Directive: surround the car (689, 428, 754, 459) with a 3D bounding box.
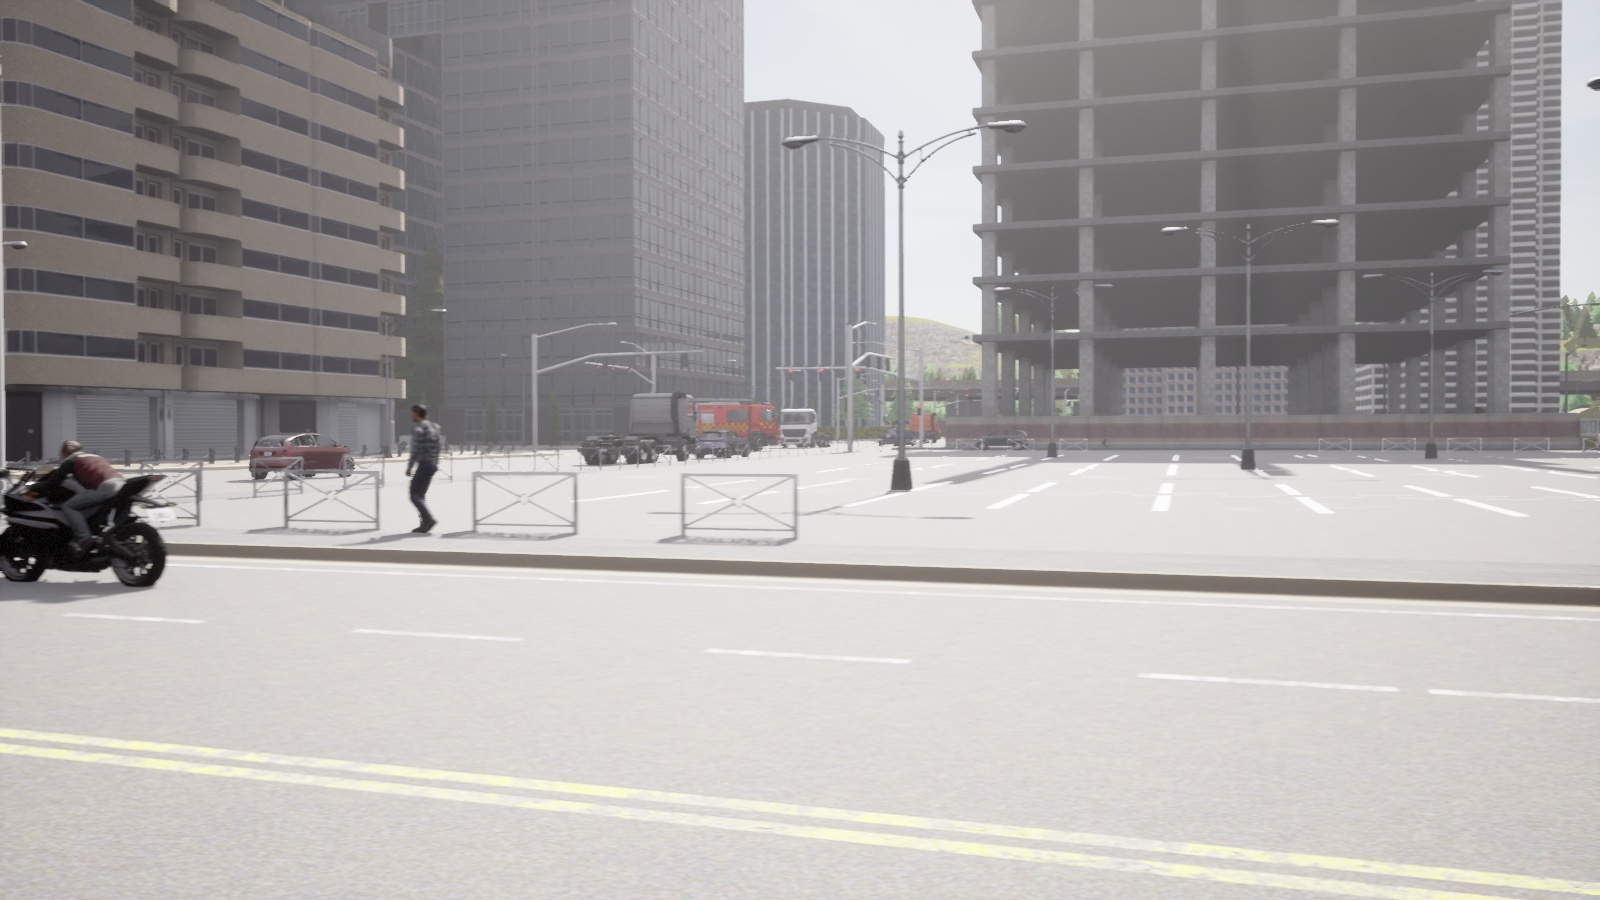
[{"bbox_3d":[-4.347,-0.381,69.970,2.033,1.649,4.856,0,1,17],"label":"car"}]

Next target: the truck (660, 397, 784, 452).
[{"bbox_3d":[-5.620,-1.845,90.859,8.468,3.827,2.891,0,1,-22],"label":"truck"}]

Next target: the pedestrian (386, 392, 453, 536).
[{"bbox_3d":[-5.262,0.187,17.368,0.788,1.949,0.423,1,1,17],"label":"pedestrian"}]

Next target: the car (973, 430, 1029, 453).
[{"bbox_3d":[14.247,-0.623,89.038,3.705,1.549,1.789,1,1,17],"label":"car"}]

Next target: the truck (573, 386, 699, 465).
[{"bbox_3d":[-7.586,-1.134,59.324,2.891,3.462,7.936,0,1,17],"label":"truck"}]

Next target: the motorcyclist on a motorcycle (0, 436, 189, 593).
[{"bbox_3d":[-7.580,0.623,13.088,2.191,1.530,0.866,1,1,18],"label":"motorcyclist on a motorcycle"}]

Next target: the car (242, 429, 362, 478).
[{"bbox_3d":[-16.560,0.071,41.921,1.789,1.549,3.705,0,1,17],"label":"car"}]
